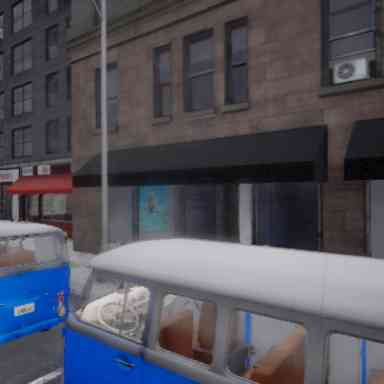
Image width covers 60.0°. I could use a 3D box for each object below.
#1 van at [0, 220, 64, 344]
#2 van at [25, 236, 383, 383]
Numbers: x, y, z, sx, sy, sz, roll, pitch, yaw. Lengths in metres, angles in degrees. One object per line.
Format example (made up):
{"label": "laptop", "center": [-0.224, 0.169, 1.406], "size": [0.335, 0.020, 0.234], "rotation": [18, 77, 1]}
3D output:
{"label": "van", "center": [-3.752, 1.340, 5.547], "size": [3.998, 1.788, 1.690], "rotation": [0, -1, 36]}
{"label": "van", "center": [0.718, 1.341, 2.356], "size": [3.998, 1.788, 1.690], "rotation": [0, -1, 36]}
